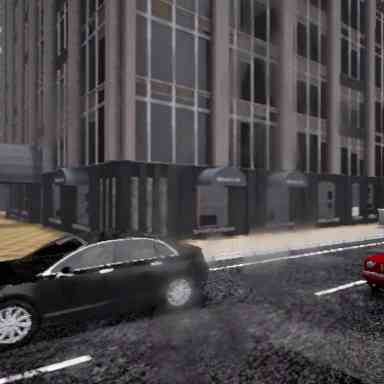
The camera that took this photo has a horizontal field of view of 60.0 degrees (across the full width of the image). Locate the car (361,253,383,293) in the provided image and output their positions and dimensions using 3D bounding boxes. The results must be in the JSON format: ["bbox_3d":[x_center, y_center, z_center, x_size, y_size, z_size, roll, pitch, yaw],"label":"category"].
[{"bbox_3d":[6.124,1.726,8.052,4.718,1.301,1.895,1,-1,-35],"label":"car"}]

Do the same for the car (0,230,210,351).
[{"bbox_3d":[-1.897,1.533,6.324,4.892,1.490,1.837,1,-1,-35],"label":"car"}]
